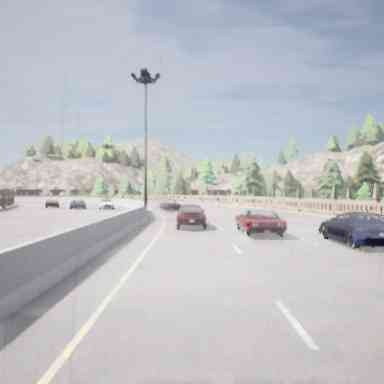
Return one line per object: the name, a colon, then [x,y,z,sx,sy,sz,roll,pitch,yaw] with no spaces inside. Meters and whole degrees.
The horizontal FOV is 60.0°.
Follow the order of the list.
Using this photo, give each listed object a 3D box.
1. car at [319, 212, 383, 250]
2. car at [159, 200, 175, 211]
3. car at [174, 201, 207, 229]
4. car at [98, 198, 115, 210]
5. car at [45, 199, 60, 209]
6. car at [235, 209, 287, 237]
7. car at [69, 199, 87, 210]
car: [7.094,1.548,14.319,1.994,1.385,4.181,0,0,0]
car: [-2.821,1.596,40.218,1.895,1.301,4.718,0,0,-14]
car: [-0.106,1.507,21.401,1.812,1.442,4.674,0,0,-3]
car: [-10.972,1.538,42.808,1.812,1.442,4.674,0,0,-16]
car: [-19.877,1.645,47.541,1.895,1.301,4.718,0,0,-21]
car: [3.538,1.582,17.969,1.895,1.301,4.718,0,0,-1]
car: [-14.665,1.584,42.944,1.994,1.385,4.181,0,0,-17]
